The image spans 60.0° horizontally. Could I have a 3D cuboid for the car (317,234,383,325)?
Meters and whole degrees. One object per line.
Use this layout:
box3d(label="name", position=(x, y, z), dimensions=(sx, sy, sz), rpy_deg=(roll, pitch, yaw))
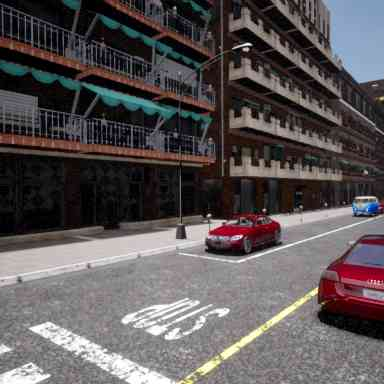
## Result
box3d(label="car", position=(4.086, 1.561, 6.723), dimensions=(1.994, 1.385, 4.181), rpy_deg=(0, 0, 39))

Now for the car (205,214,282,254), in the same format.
box3d(label="car", position=(2.227, 1.573, 13.480), dimensions=(1.802, 1.307, 4.206), rpy_deg=(-1, -1, 39))

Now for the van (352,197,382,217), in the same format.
box3d(label="van", position=(16.156, 1.327, 30.948), dimensions=(1.690, 1.788, 3.998), rpy_deg=(-1, -1, 39))

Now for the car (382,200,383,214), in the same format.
box3d(label="car", position=(19.690, 1.567, 35.374), dimensions=(1.802, 1.307, 4.206), rpy_deg=(-1, -1, 39))
